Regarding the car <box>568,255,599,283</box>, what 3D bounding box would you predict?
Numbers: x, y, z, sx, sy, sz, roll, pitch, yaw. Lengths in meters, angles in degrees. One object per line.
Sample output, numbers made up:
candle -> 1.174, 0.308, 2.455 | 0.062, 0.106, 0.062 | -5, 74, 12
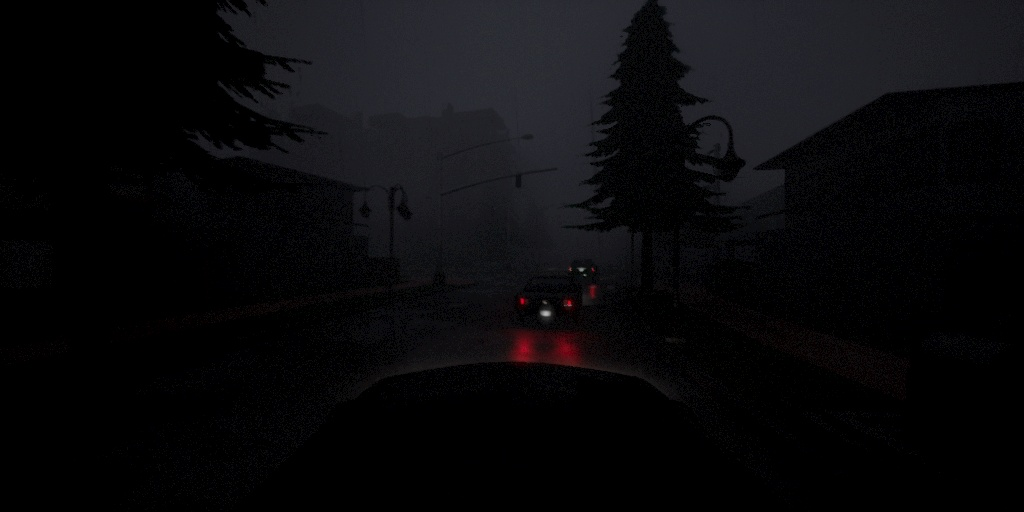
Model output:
car -> 5.509, 1.023, 27.417 | 2.097, 1.767, 4.553 | 0, 0, 16

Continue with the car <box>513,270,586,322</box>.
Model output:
car -> 1.409, 1.308, 12.147 | 1.895, 1.301, 4.718 | 0, 0, 12
